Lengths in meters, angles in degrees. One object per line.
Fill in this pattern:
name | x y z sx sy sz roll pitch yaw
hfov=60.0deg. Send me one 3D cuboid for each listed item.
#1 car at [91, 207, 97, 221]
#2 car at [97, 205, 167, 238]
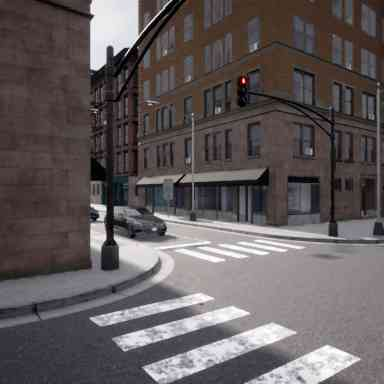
car | -8.738 1.397 25.186 2.033 1.411 5.357 0 0 -36
car | -3.081 1.436 17.262 1.812 1.442 4.674 0 0 -35
